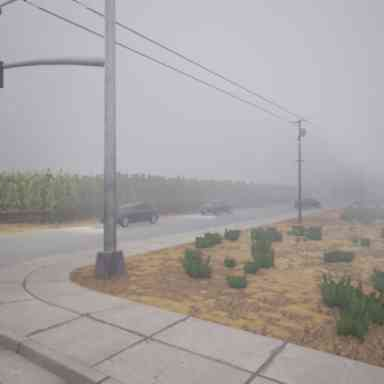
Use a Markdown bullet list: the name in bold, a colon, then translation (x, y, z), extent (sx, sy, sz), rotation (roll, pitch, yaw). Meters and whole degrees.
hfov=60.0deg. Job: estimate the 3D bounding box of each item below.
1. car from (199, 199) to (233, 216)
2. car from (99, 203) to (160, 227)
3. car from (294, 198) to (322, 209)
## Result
- **car**: translation (2.520, 1.542, 33.873), extent (1.837, 1.490, 4.892), rotation (0, 0, 33)
- **car**: translation (-4.249, 1.542, 23.284), extent (1.837, 1.490, 4.892), rotation (0, 0, 33)
- **car**: translation (16.015, 1.540, 45.980), extent (4.892, 1.490, 1.837), rotation (0, 0, -38)
